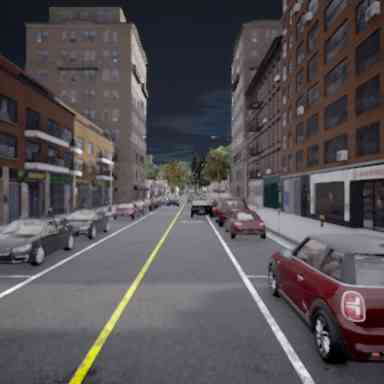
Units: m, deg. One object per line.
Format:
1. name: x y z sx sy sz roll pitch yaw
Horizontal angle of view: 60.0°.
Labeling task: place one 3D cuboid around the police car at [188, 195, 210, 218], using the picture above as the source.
1. police car: 0.820 1.387 29.896 1.930 1.638 5.238 0 0 0

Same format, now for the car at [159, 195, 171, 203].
1. car: -5.400 1.369 66.562 1.967 1.590 4.097 0 0 0

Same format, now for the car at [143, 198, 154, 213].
1. car: -5.393 1.508 33.449 2.008 1.369 4.403 0 0 0

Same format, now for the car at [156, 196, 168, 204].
1. car: -5.399 1.457 60.873 1.752 1.417 4.829 0 0 0

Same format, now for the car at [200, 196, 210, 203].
1. car: 2.625 1.511 66.565 1.802 1.307 4.206 0 0 0

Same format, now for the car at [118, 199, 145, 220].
1. car: -5.392 1.546 27.930 1.802 1.307 4.206 0 0 0

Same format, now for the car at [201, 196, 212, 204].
1. car: 2.626 1.477 61.047 1.887 1.381 4.507 0 0 0

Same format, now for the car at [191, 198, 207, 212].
1. car: 0.818 1.476 39.786 1.812 1.442 4.674 0 0 0

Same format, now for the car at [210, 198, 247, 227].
1. car: 2.634 1.287 22.419 2.192 1.841 5.009 0 0 0

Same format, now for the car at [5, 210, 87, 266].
1. car: -5.389 1.536 11.374 2.008 1.369 4.403 0 0 0

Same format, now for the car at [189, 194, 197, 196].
1. car: 0.817 1.398 45.976 1.801 1.575 5.366 0 0 0

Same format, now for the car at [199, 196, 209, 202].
1. car: 2.624 1.493 72.084 1.947 1.339 4.313 0 0 0

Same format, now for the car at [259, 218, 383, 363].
1. car: 2.637 1.433 5.863 1.967 1.590 4.097 0 0 0

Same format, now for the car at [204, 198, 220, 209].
1. car: 2.630 1.526 44.492 1.802 1.307 4.206 0 0 0

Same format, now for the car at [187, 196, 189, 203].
1. car: -0.012 1.421 65.863 2.128 1.511 4.902 0 0 0

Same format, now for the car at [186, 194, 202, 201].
1. car: 0.615 1.239 80.962 1.882 1.535 5.008 0 0 27

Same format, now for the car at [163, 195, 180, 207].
1. car: -2.842 1.486 50.169 2.033 1.411 5.357 0 0 0

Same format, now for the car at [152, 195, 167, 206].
1. car: -5.398 1.375 55.524 1.967 1.590 4.097 0 0 0

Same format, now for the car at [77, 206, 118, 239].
1. car: -5.390 1.529 16.892 2.008 1.369 4.403 0 0 0

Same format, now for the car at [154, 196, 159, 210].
1. car: -5.394 1.495 38.968 1.887 1.381 4.507 0 0 0

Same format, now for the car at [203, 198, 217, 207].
1. car: 2.629 1.521 50.010 1.802 1.307 4.206 0 0 0

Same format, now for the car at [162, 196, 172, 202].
1. car: -5.401 1.508 72.081 1.802 1.307 4.206 0 0 0

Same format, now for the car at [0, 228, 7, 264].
1. car: -5.388 1.574 5.855 1.802 1.307 4.206 0 0 0

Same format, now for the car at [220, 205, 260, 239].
1. car: 2.635 1.561 16.901 1.802 1.307 4.206 0 0 0

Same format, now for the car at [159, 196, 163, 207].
1. car: -5.395 1.510 44.487 1.947 1.339 4.313 0 0 0

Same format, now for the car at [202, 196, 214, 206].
1. car: 2.627 1.460 55.699 1.752 1.417 4.829 0 0 0
